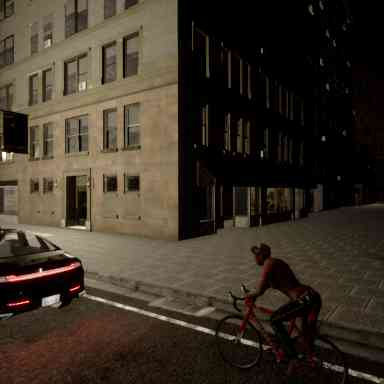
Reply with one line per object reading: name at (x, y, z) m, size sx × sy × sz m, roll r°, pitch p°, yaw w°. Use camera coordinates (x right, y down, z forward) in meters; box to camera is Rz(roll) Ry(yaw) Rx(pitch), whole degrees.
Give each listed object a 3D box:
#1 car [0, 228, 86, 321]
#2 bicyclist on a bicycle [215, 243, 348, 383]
car at (-4.184, 1.492, 6.666) m, size 4.902 × 1.511 × 2.128 m, roll 0°, pitch 0°, yaw 36°
bicyclist on a bicycle at (0.974, 1.453, 3.968) m, size 1.656 × 1.620 × 0.582 m, roll 0°, pitch 0°, yaw 36°
